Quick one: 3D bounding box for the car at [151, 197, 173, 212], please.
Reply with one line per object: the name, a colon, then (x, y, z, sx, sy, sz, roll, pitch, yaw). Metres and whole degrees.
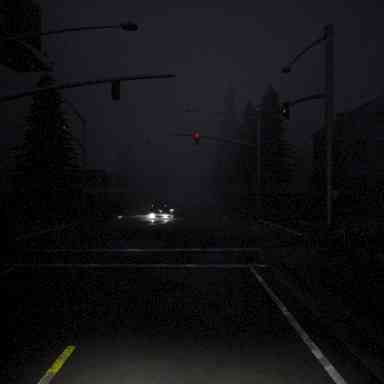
car: (-3.579, 1.601, 38.185, 1.895, 1.301, 4.718, 0, 0, 0)

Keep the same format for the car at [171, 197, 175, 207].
car: (-3.557, 1.505, 48.310, 1.837, 1.490, 4.892, 0, 0, 0)
